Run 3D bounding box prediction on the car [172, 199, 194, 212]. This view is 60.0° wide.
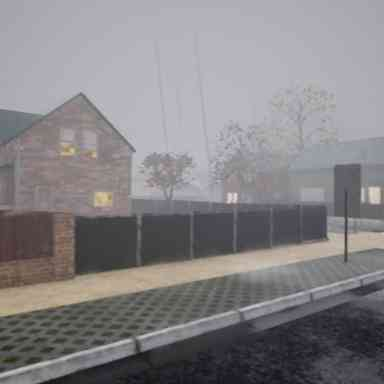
[{"bbox_3d":[-0.550,1.474,33.587,1.837,1.490,4.892,1,-1,-37],"label":"car"}]
